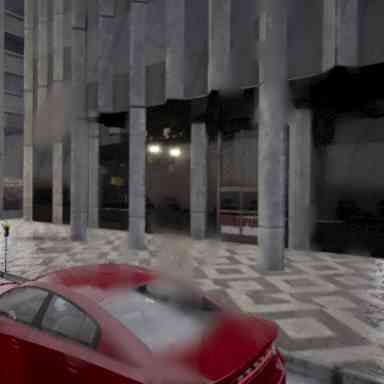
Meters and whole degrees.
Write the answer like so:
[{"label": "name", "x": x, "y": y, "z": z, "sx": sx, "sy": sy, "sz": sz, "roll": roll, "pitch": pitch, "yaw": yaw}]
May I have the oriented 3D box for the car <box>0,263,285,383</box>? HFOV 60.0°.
[{"label": "car", "x": -1.241, "y": 1.528, "z": 3.844, "sx": 4.507, "sy": 1.381, "sz": 1.887, "roll": 0, "pitch": 0, "yaw": 35}]
